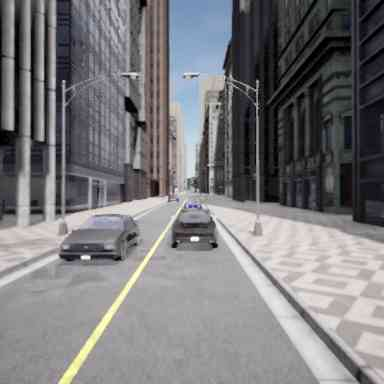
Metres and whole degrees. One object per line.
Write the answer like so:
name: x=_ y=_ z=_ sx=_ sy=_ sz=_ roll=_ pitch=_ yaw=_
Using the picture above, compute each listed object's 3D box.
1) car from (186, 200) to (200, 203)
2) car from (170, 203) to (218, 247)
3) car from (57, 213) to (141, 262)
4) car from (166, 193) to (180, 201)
car: x=0.109 y=1.497 z=36.374 sx=1.895 sy=1.301 sz=4.718 roll=0 pitch=0 yaw=0
car: x=0.104 y=1.474 z=14.820 sx=1.837 sy=1.490 sz=4.892 roll=0 pitch=1 yaw=0
car: x=-3.097 y=1.522 z=12.368 sx=2.033 sy=1.411 sz=5.357 roll=0 pitch=0 yaw=0
car: x=-2.986 y=0.978 z=53.512 sx=1.837 sy=1.490 sz=4.892 roll=0 pitch=0 yaw=0
